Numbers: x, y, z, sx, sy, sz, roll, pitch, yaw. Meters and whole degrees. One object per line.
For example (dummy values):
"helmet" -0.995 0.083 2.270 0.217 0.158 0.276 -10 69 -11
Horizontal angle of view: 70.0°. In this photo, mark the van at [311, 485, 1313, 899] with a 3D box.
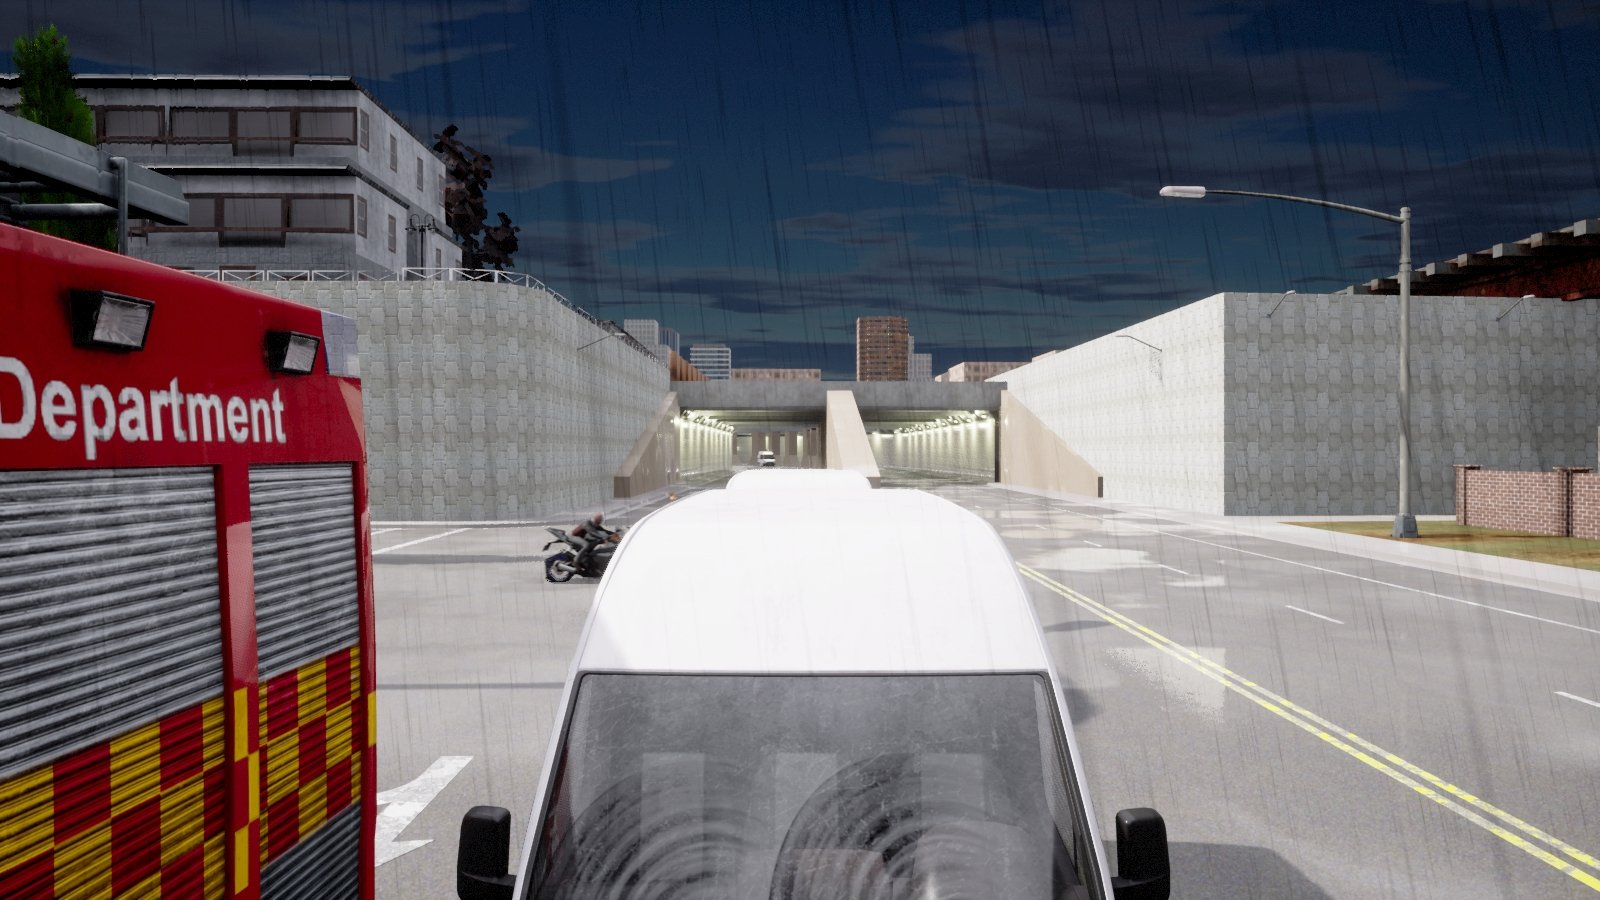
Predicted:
"van" 0.047 1.534 5.226 1.988 2.561 5.915 0 0 1
